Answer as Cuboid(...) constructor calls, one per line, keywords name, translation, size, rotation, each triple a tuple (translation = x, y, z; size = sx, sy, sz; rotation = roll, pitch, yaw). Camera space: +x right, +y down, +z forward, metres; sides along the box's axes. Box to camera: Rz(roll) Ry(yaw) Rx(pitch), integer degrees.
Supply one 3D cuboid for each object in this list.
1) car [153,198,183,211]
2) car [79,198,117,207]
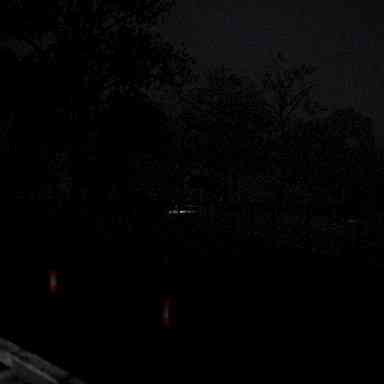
Cuboid(name="car", translation=(-2.718, 1.363, 37.145), size=(1.994, 1.385, 4.181), rotation=(0, 0, -31))
Cuboid(name="car", translation=(-12.359, 1.396, 44.069), size=(4.718, 1.301, 1.895), rotation=(-1, 0, -7))
